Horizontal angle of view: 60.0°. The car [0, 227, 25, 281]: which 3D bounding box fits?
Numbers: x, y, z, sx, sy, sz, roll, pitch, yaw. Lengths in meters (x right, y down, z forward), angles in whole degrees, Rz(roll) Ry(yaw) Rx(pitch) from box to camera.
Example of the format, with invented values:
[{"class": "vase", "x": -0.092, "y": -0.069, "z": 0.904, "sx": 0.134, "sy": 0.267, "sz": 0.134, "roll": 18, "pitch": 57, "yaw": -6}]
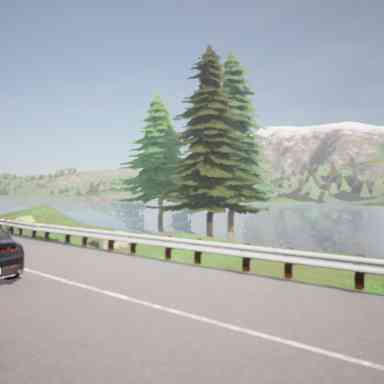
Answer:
[{"class": "car", "x": -6.260, "y": 1.522, "z": 8.795, "sx": 4.892, "sy": 1.490, "sz": 1.837, "roll": 0, "pitch": 0, "yaw": 38}]
